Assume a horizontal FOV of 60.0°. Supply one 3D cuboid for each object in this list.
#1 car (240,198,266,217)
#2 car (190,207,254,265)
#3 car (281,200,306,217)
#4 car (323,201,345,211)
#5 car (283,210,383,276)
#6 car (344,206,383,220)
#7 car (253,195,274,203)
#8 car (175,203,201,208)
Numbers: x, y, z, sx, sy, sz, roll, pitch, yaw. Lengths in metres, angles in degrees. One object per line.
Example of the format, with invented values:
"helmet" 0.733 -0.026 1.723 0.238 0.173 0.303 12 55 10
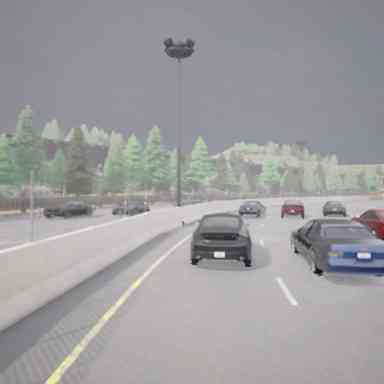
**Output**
"car" 5.586 1.490 30.557 2.033 1.411 5.357 0 0 20
"car" 1.083 1.479 11.603 1.837 1.490 4.892 0 0 8
"car" 9.209 1.436 30.137 1.882 1.535 5.008 0 0 19
"car" 13.622 1.536 31.880 1.994 1.385 4.181 0 0 22
"car" 4.366 1.538 10.326 2.033 1.411 5.357 0 0 7
"car" 8.693 1.473 15.015 1.882 1.535 5.008 0 0 10
"car" 14.502 1.416 67.330 2.128 1.511 4.902 0 0 40
"car" -0.396 1.385 34.943 1.882 1.535 5.008 0 0 21
